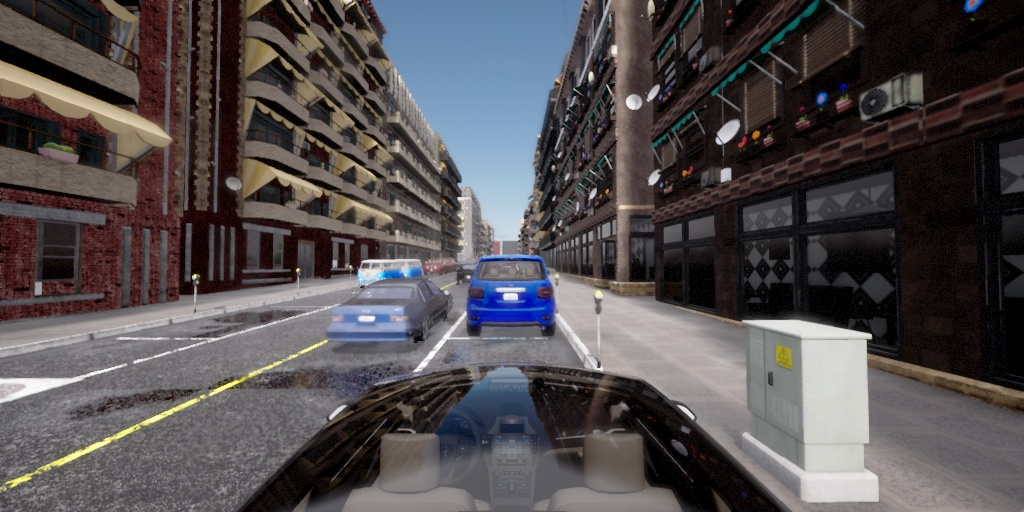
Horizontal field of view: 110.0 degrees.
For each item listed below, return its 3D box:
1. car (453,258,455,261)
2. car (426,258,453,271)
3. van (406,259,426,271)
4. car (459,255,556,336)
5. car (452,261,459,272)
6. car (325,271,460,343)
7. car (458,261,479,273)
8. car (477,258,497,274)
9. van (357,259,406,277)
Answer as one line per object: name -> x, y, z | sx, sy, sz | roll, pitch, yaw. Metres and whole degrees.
car -> -8.247, 1.153, 44.736 | 2.192, 1.841, 5.009 | 0, 0, 0
car -> -8.258, 1.138, 39.206 | 2.192, 1.841, 5.009 | 0, 0, 0
van -> -8.280, 1.136, 28.146 | 1.690, 1.789, 3.998 | 0, 0, 0
car -> -0.020, 0.987, 10.529 | 2.150, 2.045, 5.566 | 0, 0, 0
car -> -2.869, 1.264, 26.460 | 1.882, 1.535, 5.008 | 0, 0, 0
car -> -2.902, 1.308, 9.684 | 2.033, 1.411, 5.357 | 0, 0, 0
car -> -5.690, 1.391, 47.239 | 2.033, 1.411, 5.357 | 0, 0, 0
car -> -2.934, 1.181, 43.408 | 2.097, 1.767, 4.553 | 0, 0, 0
van -> -8.290, 1.125, 22.615 | 1.690, 1.789, 3.998 | 0, 0, 0
